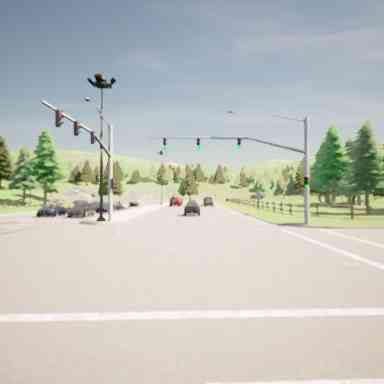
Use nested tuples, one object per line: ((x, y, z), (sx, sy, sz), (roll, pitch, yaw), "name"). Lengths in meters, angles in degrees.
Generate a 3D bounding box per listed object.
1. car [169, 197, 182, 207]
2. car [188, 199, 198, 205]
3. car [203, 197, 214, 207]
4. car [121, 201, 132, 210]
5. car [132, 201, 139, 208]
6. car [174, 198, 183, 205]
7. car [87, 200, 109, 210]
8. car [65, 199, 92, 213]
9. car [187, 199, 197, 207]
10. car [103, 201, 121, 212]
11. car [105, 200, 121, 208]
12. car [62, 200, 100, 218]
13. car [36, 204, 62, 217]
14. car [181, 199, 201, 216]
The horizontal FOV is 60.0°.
((-3.472, 1.985, 68.649), (2.150, 2.045, 5.566), (0, -1, 1), "car")
((0.249, 2.349, 79.299), (2.128, 1.511, 4.902), (0, -1, 1), "car")
((3.528, 2.303, 68.613), (2.033, 1.411, 5.357), (0, -1, 1), "car")
((-11.584, 2.207, 54.524), (1.895, 1.301, 4.718), (0, -1, 1), "car")
((-11.505, 2.320, 64.716), (1.895, 1.301, 4.718), (0, -1, 0), "car")
((-3.250, 2.302, 79.391), (1.882, 1.535, 5.008), (0, -1, 1), "car")
((-15.079, 2.085, 53.419), (2.128, 1.511, 4.902), (0, -1, 0), "car")
((-15.099, 1.847, 44.542), (2.097, 1.767, 4.553), (0, -1, 0), "car")
((0.032, 2.244, 69.029), (1.882, 1.535, 5.008), (0, -1, 1), "car")
((-11.604, 2.047, 44.941), (2.033, 1.411, 5.357), (0, -1, 0), "car")
((-15.005, 2.307, 63.560), (1.895, 1.301, 4.718), (0, -1, 0), "car")
((-11.604, 1.896, 35.203), (1.837, 1.490, 4.892), (0, -1, 0), "car")
((-15.093, 1.964, 36.033), (1.994, 1.385, 4.181), (0, -1, 1), "car")
((-0.005, 1.928, 38.012), (1.837, 1.490, 4.892), (0, -1, 0), "car")
